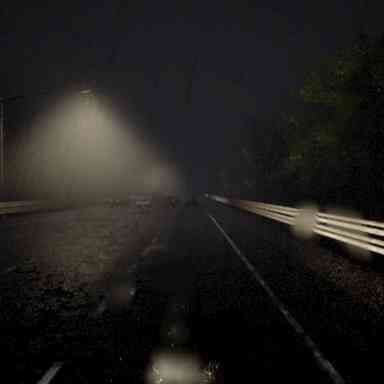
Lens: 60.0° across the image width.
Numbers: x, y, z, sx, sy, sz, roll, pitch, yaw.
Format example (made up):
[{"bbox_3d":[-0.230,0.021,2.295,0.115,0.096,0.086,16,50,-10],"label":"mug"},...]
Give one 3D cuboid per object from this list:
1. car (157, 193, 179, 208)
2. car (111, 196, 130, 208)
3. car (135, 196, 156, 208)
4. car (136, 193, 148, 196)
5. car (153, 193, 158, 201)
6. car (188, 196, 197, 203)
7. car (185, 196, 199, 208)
[{"bbox_3d":[-3.486,1.373,49.123,2.097,1.767,4.553,0,0,0],"label":"car"},{"bbox_3d":[-10.488,1.374,49.096,2.097,1.767,4.553,0,0,0],"label":"car"},{"bbox_3d":[-6.987,1.624,49.199,1.895,1.301,4.718,0,0,0],"label":"car"},{"bbox_3d":[-10.475,1.260,69.022,2.150,2.045,5.566,0,0,0],"label":"car"},{"bbox_3d":[-6.974,1.261,69.403,2.150,2.045,5.566,0,0,0],"label":"car"},{"bbox_3d":[0.026,1.535,69.677,1.837,1.490,4.892,0,0,0],"label":"car"},{"bbox_3d":[0.013,1.586,49.402,1.994,1.385,4.181,0,0,0],"label":"car"}]
